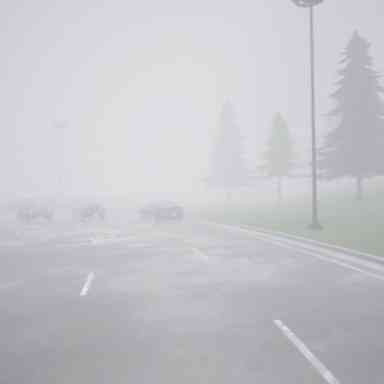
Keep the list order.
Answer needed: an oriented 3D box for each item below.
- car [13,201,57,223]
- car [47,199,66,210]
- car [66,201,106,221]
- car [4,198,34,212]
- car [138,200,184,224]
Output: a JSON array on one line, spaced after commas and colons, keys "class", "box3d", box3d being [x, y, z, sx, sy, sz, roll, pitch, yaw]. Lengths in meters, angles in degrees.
[{"class": "car", "box3d": [-12.494, 1.640, 26.273, 1.895, 1.301, 4.718, -2, 1, -37]}, {"class": "car", "box3d": [-16.864, 1.552, 40.987, 5.357, 1.411, 2.033, -1, 1, 38]}, {"class": "car", "box3d": [-8.353, 1.453, 26.567, 1.837, 1.490, 4.892, -1, 1, -32]}, {"class": "car", "box3d": [-19.939, 1.442, 38.663, 4.553, 1.767, 2.097, -1, 1, 38]}, {"class": "car", "box3d": [-2.288, 1.321, 23.349, 1.882, 1.535, 5.008, -1, 0, -26]}]
